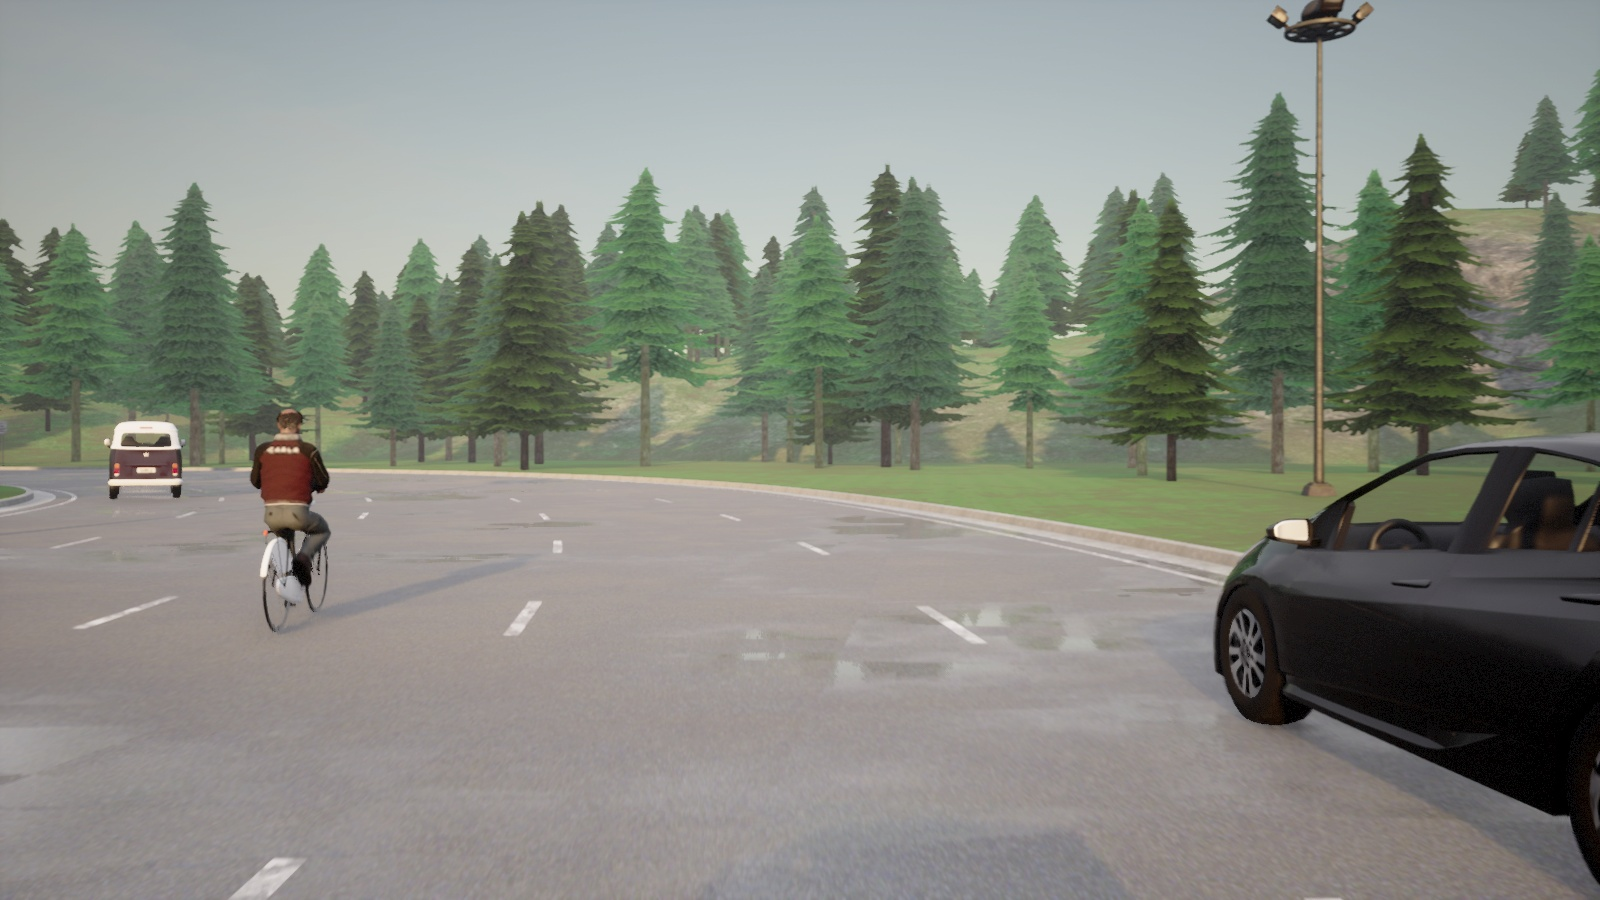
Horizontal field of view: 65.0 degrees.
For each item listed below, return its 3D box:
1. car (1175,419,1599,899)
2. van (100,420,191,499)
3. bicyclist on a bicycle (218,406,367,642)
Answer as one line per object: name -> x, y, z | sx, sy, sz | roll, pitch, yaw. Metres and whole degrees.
car -> 3.348, 0.659, 5.264 | 2.007, 1.525, 4.514 | 0, 0, -3
van -> -18.048, 0.234, 34.618 | 2.069, 2.038, 4.480 | 0, 0, -28
bicyclist on a bicycle -> -4.142, 0.546, 10.389 | 0.659, 1.776, 1.843 | 0, 1, -6
